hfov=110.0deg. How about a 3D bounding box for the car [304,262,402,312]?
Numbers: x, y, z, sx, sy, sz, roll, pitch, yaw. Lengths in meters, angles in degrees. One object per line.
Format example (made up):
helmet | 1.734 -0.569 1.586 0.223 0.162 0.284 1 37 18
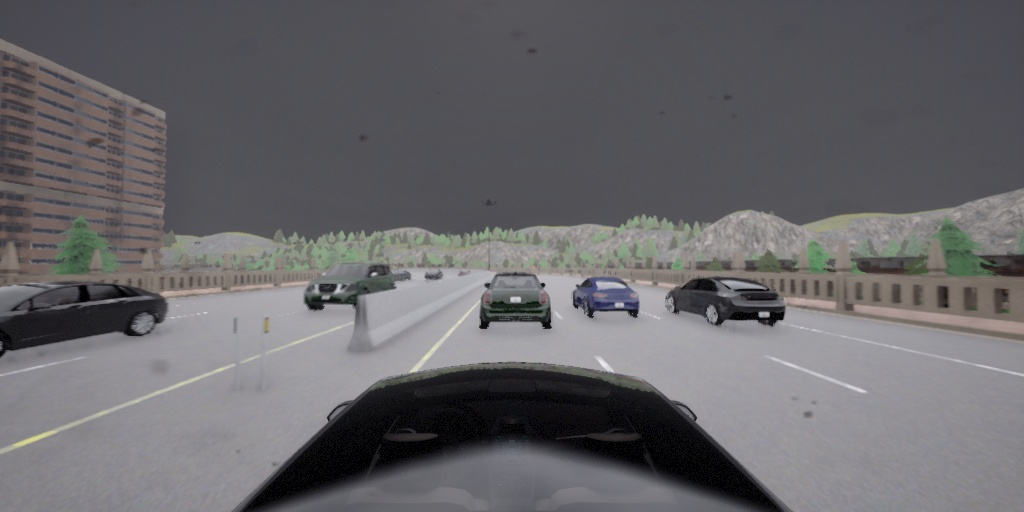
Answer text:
car | -7.093 1.304 16.433 2.150 2.045 5.566 0 -2 0

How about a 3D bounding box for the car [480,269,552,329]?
car | 0.105 1.312 12.254 2.097 1.767 4.553 0 -2 0

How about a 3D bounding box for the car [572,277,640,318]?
car | 3.607 1.546 14.324 1.812 1.442 4.674 0 -2 0

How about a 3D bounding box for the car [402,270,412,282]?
car | -14.068 2.466 45.161 2.033 1.411 5.357 0 -2 0

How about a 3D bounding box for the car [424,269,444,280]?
car | -10.650 2.514 49.204 1.882 1.535 5.008 0 -2 -1

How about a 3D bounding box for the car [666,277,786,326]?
car | 7.105 1.471 12.523 1.837 1.490 4.892 0 -2 0

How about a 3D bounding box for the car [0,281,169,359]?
car | -10.597 1.347 8.046 1.837 1.490 4.892 0 -2 0

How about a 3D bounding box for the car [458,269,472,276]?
car | -7.553 2.822 58.143 1.812 1.442 4.674 0 -2 -5
